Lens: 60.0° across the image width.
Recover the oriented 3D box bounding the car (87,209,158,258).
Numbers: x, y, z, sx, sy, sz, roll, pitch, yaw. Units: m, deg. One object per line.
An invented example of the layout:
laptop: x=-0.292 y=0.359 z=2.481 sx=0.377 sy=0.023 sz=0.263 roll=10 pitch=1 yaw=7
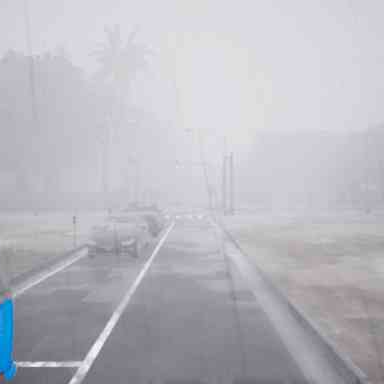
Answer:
car: x=-2.642 y=1.565 z=12.691 sx=2.008 sy=1.369 sz=4.403 roll=0 pitch=0 yaw=0

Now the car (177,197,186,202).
car: x=-2.666 y=1.899 z=84.746 sx=2.008 sy=1.369 sz=4.403 roll=0 pitch=0 yaw=0

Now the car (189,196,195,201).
car: x=-0.025 y=1.753 z=90.833 sx=1.812 sy=1.442 sz=4.674 roll=0 pitch=0 yaw=0

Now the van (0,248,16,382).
van: x=-2.639 y=1.343 z=1.763 sx=1.690 sy=1.788 sz=3.998 roll=0 pitch=0 yaw=0

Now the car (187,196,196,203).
car: x=-0.022 y=1.836 z=80.830 sx=1.812 sy=1.442 sz=4.674 roll=0 pitch=0 yaw=0

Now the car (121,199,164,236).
car: x=-2.644 y=1.338 z=18.155 sx=2.192 sy=1.841 sz=5.009 roll=0 pitch=0 yaw=0

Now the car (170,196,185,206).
car: x=-2.657 y=1.605 z=56.304 sx=1.967 sy=1.590 sz=4.097 roll=0 pitch=0 yaw=0
